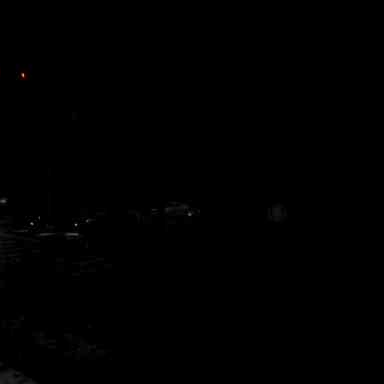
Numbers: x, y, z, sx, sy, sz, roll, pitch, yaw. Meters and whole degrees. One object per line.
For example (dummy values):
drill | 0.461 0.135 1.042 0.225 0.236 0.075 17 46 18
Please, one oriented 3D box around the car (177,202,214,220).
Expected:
car | 1.223 1.697 30.469 2.128 1.511 4.902 1 0 35

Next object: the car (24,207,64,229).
car | -8.576 1.653 22.254 1.895 1.301 4.718 1 0 35

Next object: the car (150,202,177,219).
car | -1.946 1.676 31.623 1.812 1.442 4.674 1 0 35

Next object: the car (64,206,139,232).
car | -5.362 1.633 21.163 1.812 1.442 4.674 1 0 35

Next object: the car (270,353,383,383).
car | 2.374 1.545 1.267 4.507 1.381 1.887 0 1 35
